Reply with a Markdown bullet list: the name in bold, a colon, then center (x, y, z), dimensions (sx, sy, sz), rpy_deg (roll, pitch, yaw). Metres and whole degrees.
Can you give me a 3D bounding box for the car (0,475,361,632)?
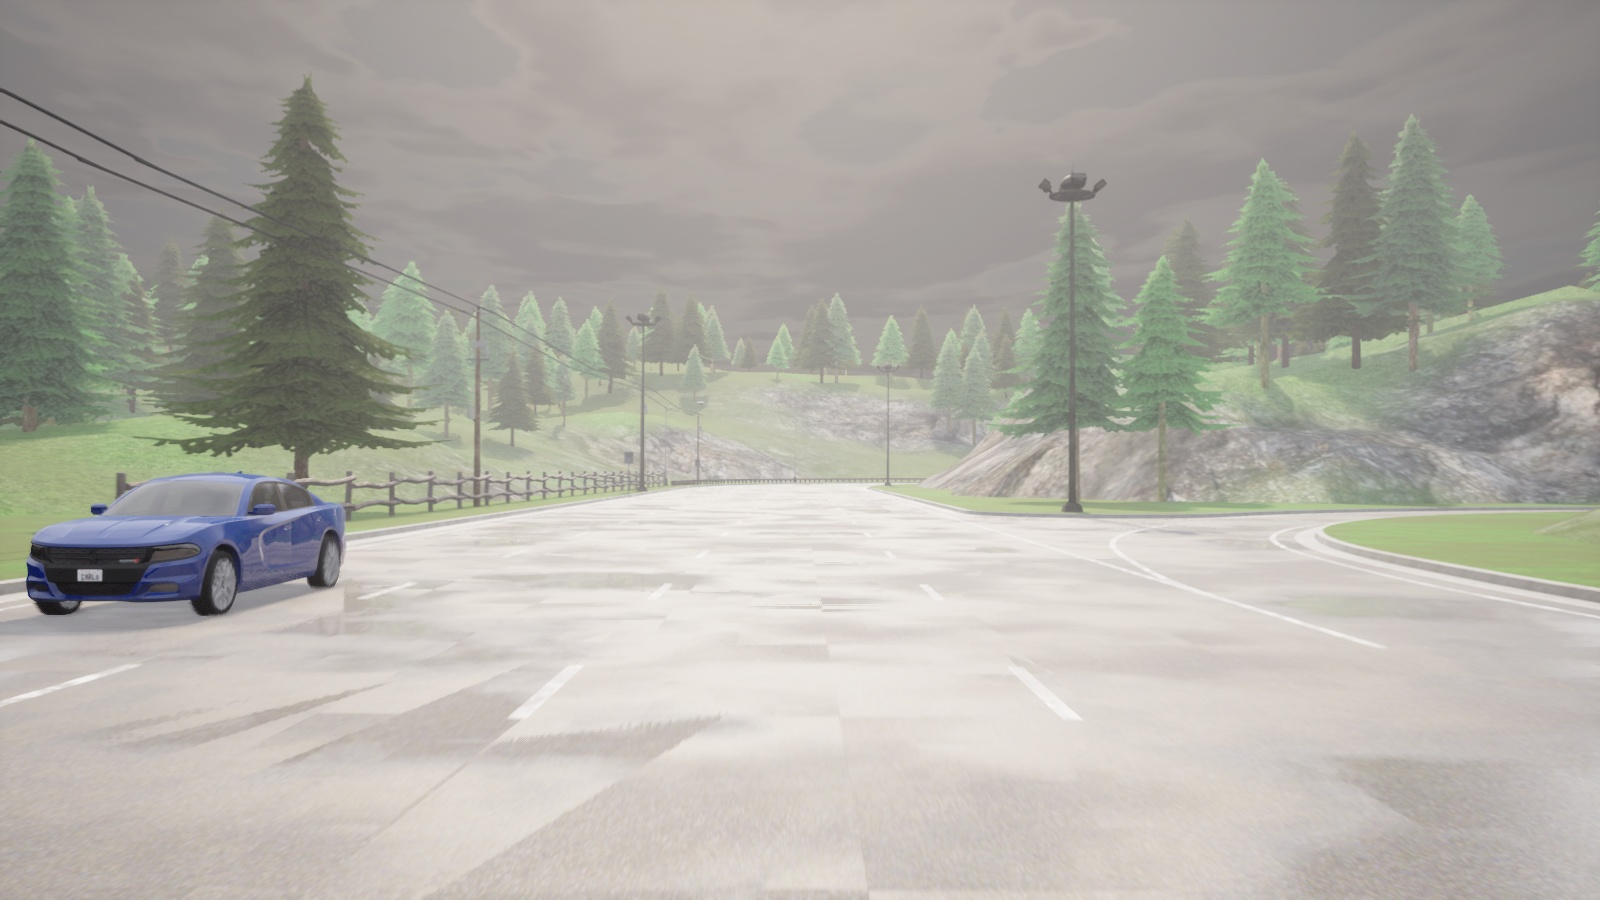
- **car**: center (-7.036, 1.070, 14.945), dimensions (1.882, 1.535, 5.008), rpy_deg (0, -1, 0)
